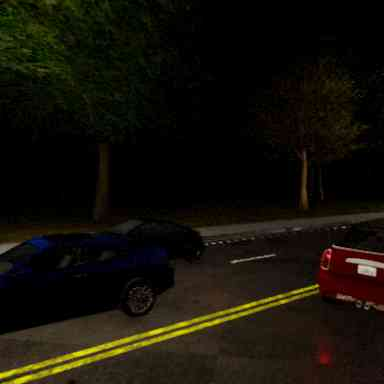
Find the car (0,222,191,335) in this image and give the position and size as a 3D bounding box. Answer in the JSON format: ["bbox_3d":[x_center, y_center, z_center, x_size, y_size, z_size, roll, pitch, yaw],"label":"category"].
[{"bbox_3d":[-2.497,1.518,5.896,4.674,1.442,1.812,0,0,-36],"label":"car"}]

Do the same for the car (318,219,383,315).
[{"bbox_3d":[4.630,1.308,6.742,4.553,1.767,2.097,0,0,-35],"label":"car"}]

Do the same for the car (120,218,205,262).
[{"bbox_3d":[-1.637,1.537,10.501,4.181,1.385,1.994,0,0,-36],"label":"car"}]
